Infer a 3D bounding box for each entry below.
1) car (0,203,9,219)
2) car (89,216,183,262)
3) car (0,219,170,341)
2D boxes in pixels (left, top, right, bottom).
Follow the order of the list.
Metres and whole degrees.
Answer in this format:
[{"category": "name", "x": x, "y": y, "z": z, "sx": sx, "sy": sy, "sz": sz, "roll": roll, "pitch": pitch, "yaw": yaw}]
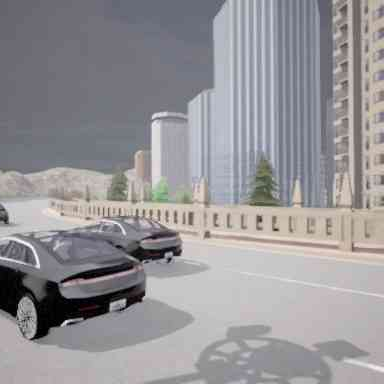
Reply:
[{"category": "car", "x": -14.672, "y": 1.555, "z": 24.300, "sx": 2.128, "sy": 1.511, "sz": 4.902, "roll": 0, "pitch": 0, "yaw": -37}, {"category": "car", "x": -2.466, "y": 1.524, "z": 10.794, "sx": 4.902, "sy": 1.511, "sz": 2.128, "roll": 0, "pitch": 0, "yaw": 41}, {"category": "car", "x": -2.995, "y": 1.509, "z": 6.625, "sx": 4.902, "sy": 1.511, "sz": 2.128, "roll": 0, "pitch": 0, "yaw": 40}]
